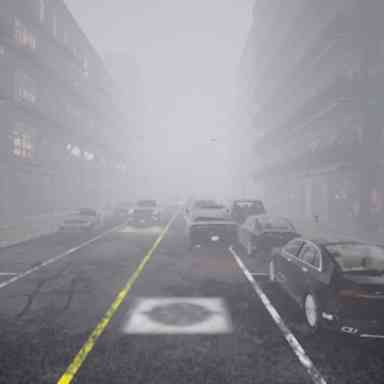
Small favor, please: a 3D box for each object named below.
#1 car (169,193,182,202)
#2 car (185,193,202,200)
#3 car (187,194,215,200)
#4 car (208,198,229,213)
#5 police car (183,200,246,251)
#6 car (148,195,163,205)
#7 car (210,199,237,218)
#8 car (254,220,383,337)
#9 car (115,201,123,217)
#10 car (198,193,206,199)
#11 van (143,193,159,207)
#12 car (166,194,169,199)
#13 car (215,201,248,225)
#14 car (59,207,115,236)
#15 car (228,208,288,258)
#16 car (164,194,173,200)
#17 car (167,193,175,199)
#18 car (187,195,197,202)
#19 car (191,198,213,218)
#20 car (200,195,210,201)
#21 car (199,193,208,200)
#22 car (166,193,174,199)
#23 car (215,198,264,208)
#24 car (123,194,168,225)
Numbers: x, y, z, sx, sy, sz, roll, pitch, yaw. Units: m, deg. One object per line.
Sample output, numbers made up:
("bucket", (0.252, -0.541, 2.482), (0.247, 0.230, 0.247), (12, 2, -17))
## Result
("car", (-3.031, 1.168, 64.122), (1.837, 1.490, 4.892), (0, 0, 1))
("car", (-0.007, 1.243, 49.098), (2.128, 1.511, 4.902), (0, 0, 0))
("car", (0.861, 1.235, 23.786), (2.097, 1.767, 4.553), (0, 0, 0))
("car", (2.695, 1.371, 34.893), (1.887, 1.381, 4.507), (1, 0, 0))
("police car", (0.696, 1.358, 13.913), (1.930, 1.638, 5.238), (0, 0, -2))
("car", (-5.687, 1.280, 51.965), (1.887, 1.381, 4.507), (1, 0, 0))
("car", (2.696, 1.400, 29.222), (1.887, 1.381, 4.507), (1, 0, 0))
("car", (2.699, 1.520, 6.539), (2.008, 1.369, 4.403), (1, 0, 0))
("car", (-5.684, 1.421, 29.281), (1.947, 1.339, 4.313), (1, 0, 0))
("car", (2.688, 1.056, 91.600), (2.008, 1.369, 4.403), (1, 0, 0))
("van", (-5.683, 1.107, 46.293), (1.690, 1.788, 3.998), (1, 0, 0))
("car", (-5.688, 1.255, 57.637), (2.008, 1.369, 4.403), (1, 0, 0))
("car", (2.697, 1.409, 23.721), (1.752, 1.417, 4.829), (1, 0, 0))
("car", (-5.683, 1.495, 17.937), (1.802, 1.307, 4.206), (1, 0, 0))
("car", (2.699, 1.493, 12.209), (2.008, 1.369, 4.403), (1, 0, 0))
("car", (-5.691, 1.139, 80.323), (1.947, 1.339, 4.313), (1, 0, 0))
("car", (-5.693, 1.056, 91.664), (2.008, 1.369, 4.403), (1, 0, 0))
("car", (-0.010, 1.232, 63.996), (1.994, 1.385, 4.181), (0, 0, 0))
("car", (0.840, 1.358, 29.818), (1.837, 1.490, 4.892), (0, 0, 0))
("car", (2.692, 1.221, 68.919), (1.802, 1.307, 4.206), (1, 0, 0))
("car", (2.691, 1.013, 80.258), (1.967, 1.590, 4.097), (1, 0, 0))
("car", (-5.691, 1.065, 85.823), (1.752, 1.417, 4.829), (1, 0, 0))
("car", (2.701, 1.228, 17.880), (2.192, 1.841, 5.009), (1, 0, 0))
("car", (-3.102, 1.239, 23.069), (2.097, 1.767, 4.553), (0, 0, 0))
